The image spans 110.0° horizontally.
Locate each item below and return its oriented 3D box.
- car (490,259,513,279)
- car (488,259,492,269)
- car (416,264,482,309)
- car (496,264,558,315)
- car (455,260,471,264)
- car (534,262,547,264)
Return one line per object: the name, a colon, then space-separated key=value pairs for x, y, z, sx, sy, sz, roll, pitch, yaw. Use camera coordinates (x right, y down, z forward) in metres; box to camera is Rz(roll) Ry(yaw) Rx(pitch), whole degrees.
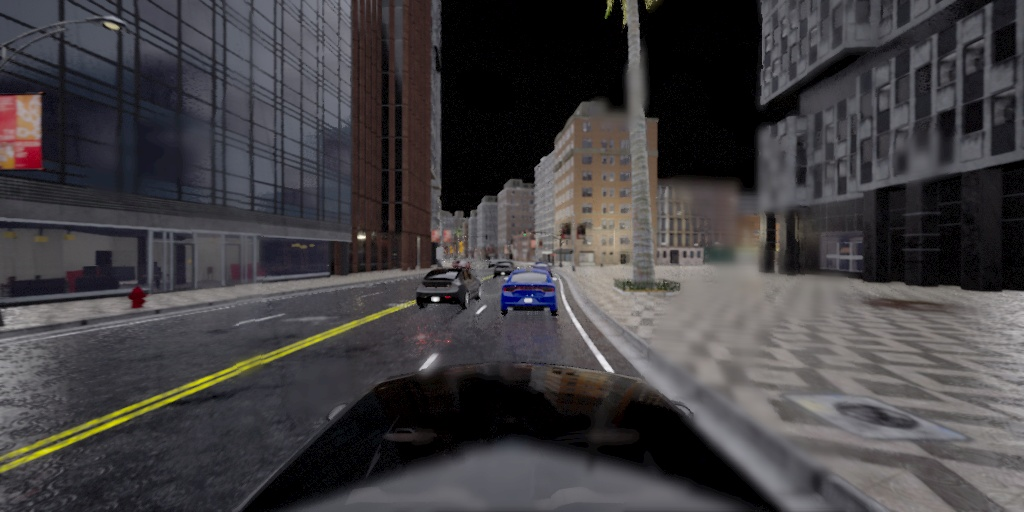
car: x=-0.580 y=1.263 z=33.166 sx=1.837 sy=1.490 sz=4.892 roll=0 pitch=0 yaw=5
car: x=-2.863 y=1.268 z=57.864 sx=1.837 sy=1.490 sz=4.892 roll=0 pitch=-1 yaw=0
car: x=-2.455 y=1.253 z=14.874 sx=1.837 sy=1.490 sz=4.892 roll=0 pitch=0 yaw=5
car: x=0.705 y=1.235 z=13.678 sx=1.882 sy=1.535 sz=5.008 roll=0 pitch=0 yaw=4
car: x=-6.440 y=1.225 z=46.268 sx=1.882 sy=1.535 sz=5.008 roll=0 pitch=0 yaw=2
car: x=2.732 y=1.294 z=34.009 sx=1.812 sy=1.442 sz=4.674 roll=0 pitch=0 yaw=5
